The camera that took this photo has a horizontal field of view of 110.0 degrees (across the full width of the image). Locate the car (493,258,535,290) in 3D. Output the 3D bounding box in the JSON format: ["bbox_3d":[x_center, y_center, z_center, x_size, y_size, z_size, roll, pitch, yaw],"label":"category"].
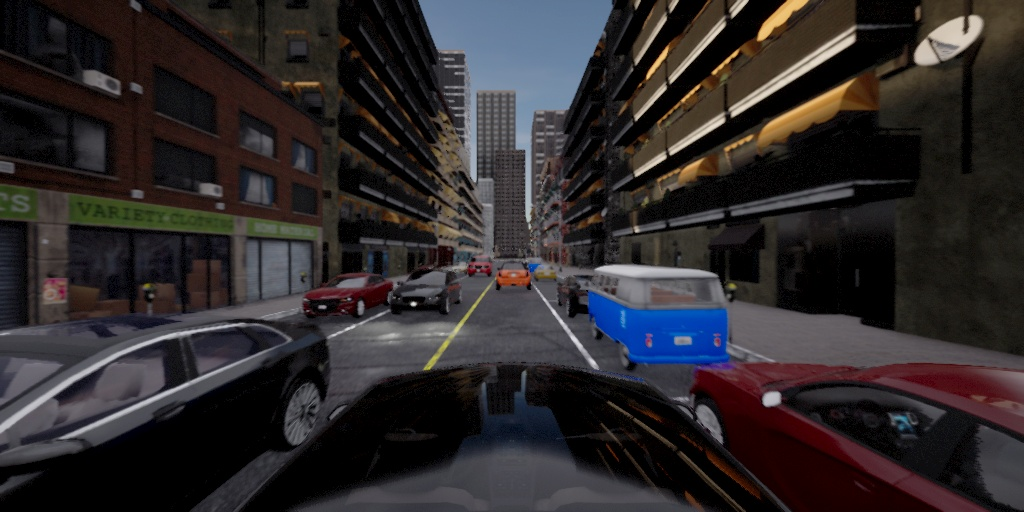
[{"bbox_3d":[0.096,1.117,22.831,2.097,1.767,4.553,0,0,0],"label":"car"}]

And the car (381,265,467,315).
[{"bbox_3d":[-3.052,1.264,13.602,1.837,1.490,4.892,0,0,0],"label":"car"}]

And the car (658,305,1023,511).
[{"bbox_3d":[2.690,1.295,1.956,1.888,1.381,4.507,0,0,0],"label":"car"}]

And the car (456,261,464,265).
[{"bbox_3d":[-5.695,1.308,40.462,1.751,1.417,4.829,0,0,0],"label":"car"}]

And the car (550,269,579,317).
[{"bbox_3d":[2.689,1.323,13.003,1.948,1.339,4.313,0,0,0],"label":"car"}]

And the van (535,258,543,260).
[{"bbox_3d":[2.687,1.123,40.620,1.690,1.789,3.998,0,0,0],"label":"van"}]

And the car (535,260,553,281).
[{"bbox_3d":[2.687,1.296,29.743,1.751,1.417,4.829,0,0,0],"label":"car"}]

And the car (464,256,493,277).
[{"bbox_3d":[-3.095,1.002,35.804,2.150,2.045,5.566,0,-1,0],"label":"car"}]

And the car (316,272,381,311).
[{"bbox_3d":[-5.692,1.303,13.015,1.888,1.381,4.507,0,0,0],"label":"car"}]

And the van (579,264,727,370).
[{"bbox_3d":[2.689,1.094,7.479,1.690,1.789,3.998,0,0,0],"label":"van"}]

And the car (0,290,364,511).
[{"bbox_3d":[-3.091,1.243,2.368,2.128,1.511,4.902,0,0,0],"label":"car"}]
